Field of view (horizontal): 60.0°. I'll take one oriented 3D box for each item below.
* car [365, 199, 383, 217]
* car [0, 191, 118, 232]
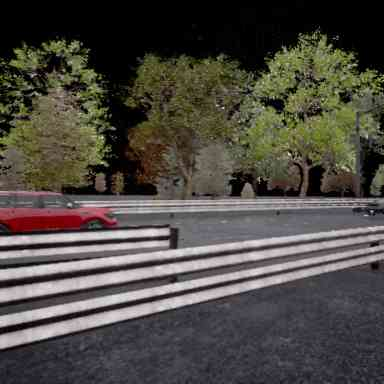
[{"bbox_3d":[16.681,1.321,27.805,4.892,1.490,1.837,0,0,-25],"label":"car"},{"bbox_3d":[-5.773,0.978,12.938,5.566,2.045,2.150,0,0,-27],"label":"car"}]
